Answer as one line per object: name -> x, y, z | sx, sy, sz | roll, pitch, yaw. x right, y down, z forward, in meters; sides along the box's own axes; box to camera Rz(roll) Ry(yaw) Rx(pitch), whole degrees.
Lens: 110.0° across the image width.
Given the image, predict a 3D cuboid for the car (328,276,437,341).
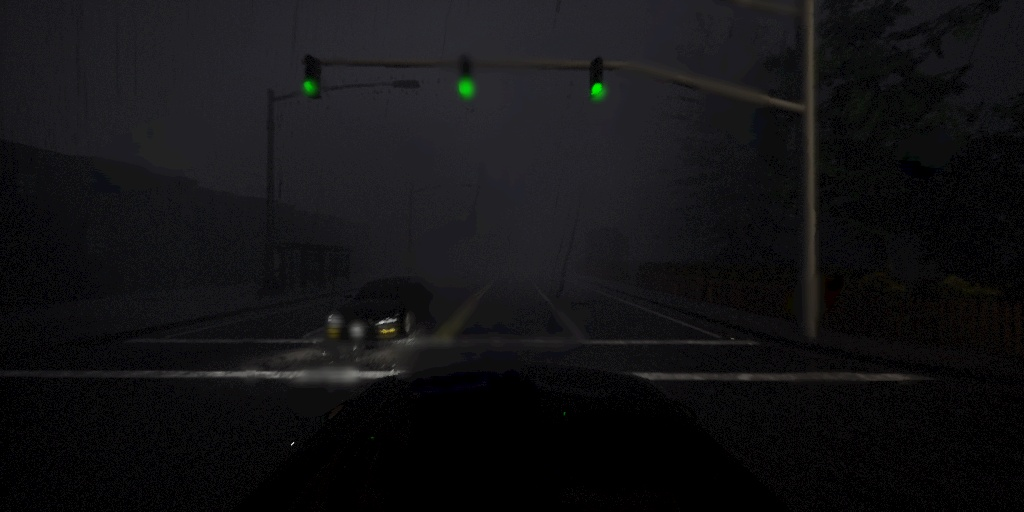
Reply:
car -> -3.504, 1.399, 10.549 | 1.837, 1.490, 4.892 | 0, 1, 0
